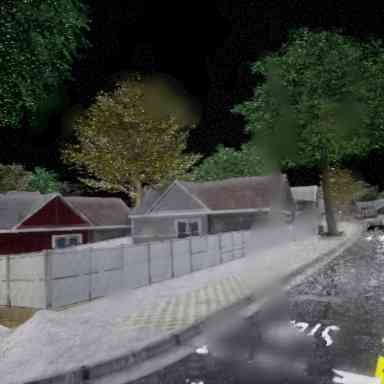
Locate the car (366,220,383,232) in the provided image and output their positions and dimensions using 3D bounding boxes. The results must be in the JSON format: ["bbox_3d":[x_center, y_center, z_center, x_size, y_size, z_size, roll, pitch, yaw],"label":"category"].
[{"bbox_3d":[21.775,3.978,39.485,1.895,1.301,4.718,-5,-5,28],"label":"car"}]
